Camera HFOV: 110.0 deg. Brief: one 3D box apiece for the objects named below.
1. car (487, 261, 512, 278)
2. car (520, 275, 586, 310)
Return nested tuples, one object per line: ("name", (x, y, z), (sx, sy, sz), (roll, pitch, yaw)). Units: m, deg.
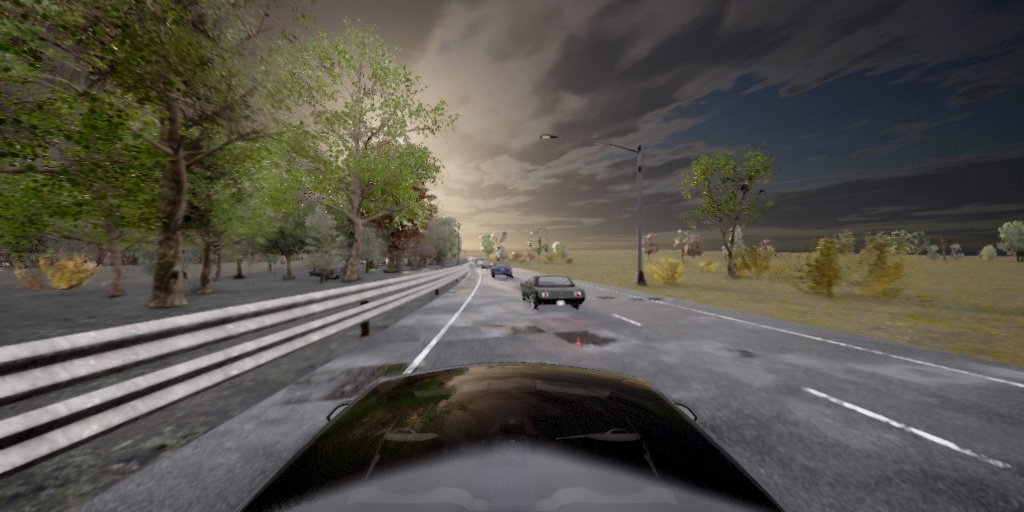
("car", (-1.224, 1.340, 38.003), (2.097, 1.767, 4.553), (0, 0, -7))
("car", (1.523, 1.439, 15.265), (1.895, 1.301, 4.718), (0, 0, -7))
